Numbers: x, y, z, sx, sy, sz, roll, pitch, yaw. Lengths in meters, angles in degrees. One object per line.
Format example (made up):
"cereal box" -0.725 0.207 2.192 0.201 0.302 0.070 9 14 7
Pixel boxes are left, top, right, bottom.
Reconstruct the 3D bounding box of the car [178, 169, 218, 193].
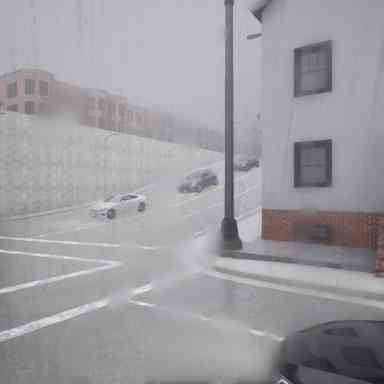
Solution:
"car" 0.553 -1.125 31.338 2.097 1.767 4.553 0 13 34

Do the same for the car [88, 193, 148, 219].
"car" -5.071 0.864 23.311 1.812 1.442 4.674 0 7 35

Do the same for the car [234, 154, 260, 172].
"car" 6.235 -3.502 39.355 2.097 1.767 4.553 0 14 35

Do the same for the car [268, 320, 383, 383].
"car" 2.773 1.526 1.993 4.674 1.442 1.812 0 0 36
